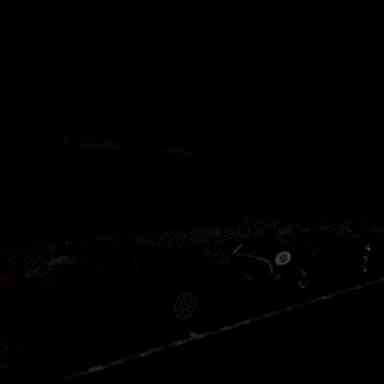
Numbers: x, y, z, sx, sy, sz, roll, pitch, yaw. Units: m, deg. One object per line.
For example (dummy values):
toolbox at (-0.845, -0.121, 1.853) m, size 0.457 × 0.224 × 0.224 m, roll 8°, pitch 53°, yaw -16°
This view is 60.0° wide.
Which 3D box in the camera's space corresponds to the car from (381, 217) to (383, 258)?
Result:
car at (7.517, 1.581, 12.124) m, size 4.507 × 1.381 × 1.887 m, roll 0°, pitch 0°, yaw -36°

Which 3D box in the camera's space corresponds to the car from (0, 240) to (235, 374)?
car at (-1.638, 1.550, 5.588) m, size 4.507 × 1.381 × 1.887 m, roll 0°, pitch 0°, yaw -36°

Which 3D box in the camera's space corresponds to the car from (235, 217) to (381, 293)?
car at (2.940, 1.462, 8.855) m, size 4.097 × 1.590 × 1.967 m, roll 0°, pitch 0°, yaw -36°
